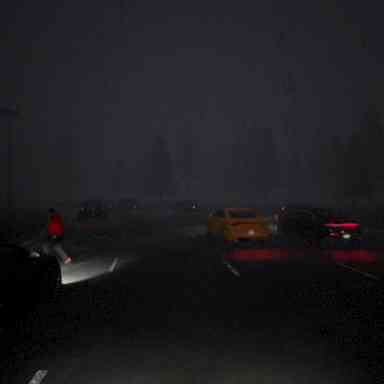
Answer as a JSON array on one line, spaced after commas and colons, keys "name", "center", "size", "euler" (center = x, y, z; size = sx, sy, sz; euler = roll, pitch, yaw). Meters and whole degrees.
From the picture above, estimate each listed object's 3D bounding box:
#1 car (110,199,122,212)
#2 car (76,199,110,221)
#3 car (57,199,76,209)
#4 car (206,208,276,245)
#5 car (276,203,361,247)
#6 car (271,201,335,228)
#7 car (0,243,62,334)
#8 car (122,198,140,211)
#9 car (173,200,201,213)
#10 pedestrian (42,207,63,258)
[{"name": "car", "center": [-10.115, 1.577, 38.656], "size": [1.994, 1.385, 4.181], "euler": [0, 0, -33]}, {"name": "car", "center": [-8.225, 1.360, 27.471], "size": [2.097, 1.767, 4.553], "euler": [0, 0, -18]}, {"name": "car", "center": [-16.784, 1.616, 46.137], "size": [4.718, 1.301, 1.895], "euler": [0, 0, 39]}, {"name": "car", "center": [1.977, 1.483, 15.836], "size": [1.882, 1.535, 5.008], "euler": [0, 0, -9]}, {"name": "car", "center": [5.609, 1.497, 15.301], "size": [2.128, 1.511, 4.902], "euler": [0, 0, -9]}, {"name": "car", "center": [7.545, 1.485, 23.230], "size": [1.882, 1.535, 5.008], "euler": [0, 0, -13]}, {"name": "car", "center": [-3.806, 1.564, 5.816], "size": [1.994, 1.385, 4.181], "euler": [0, 0, -4]}, {"name": "car", "center": [-8.364, 1.518, 42.115], "size": [1.837, 1.490, 4.892], "euler": [0, 0, -37]}, {"name": "car", "center": [-0.614, 1.575, 36.735], "size": [1.994, 1.385, 4.181], "euler": [0, 0, -23]}, {"name": "pedestrian", "center": [-4.276, 1.297, 10.200], "size": [0.375, 1.860, 0.375], "euler": [0, 0, -7]}]
